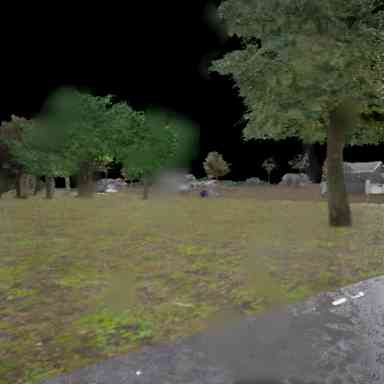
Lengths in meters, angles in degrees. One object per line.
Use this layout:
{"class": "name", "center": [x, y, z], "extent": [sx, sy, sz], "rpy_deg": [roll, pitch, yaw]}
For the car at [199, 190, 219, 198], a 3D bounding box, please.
{"class": "car", "center": [3.454, 0.393, 66.954], "extent": [2.097, 1.767, 4.553], "rpy_deg": [1, 0, -36]}
